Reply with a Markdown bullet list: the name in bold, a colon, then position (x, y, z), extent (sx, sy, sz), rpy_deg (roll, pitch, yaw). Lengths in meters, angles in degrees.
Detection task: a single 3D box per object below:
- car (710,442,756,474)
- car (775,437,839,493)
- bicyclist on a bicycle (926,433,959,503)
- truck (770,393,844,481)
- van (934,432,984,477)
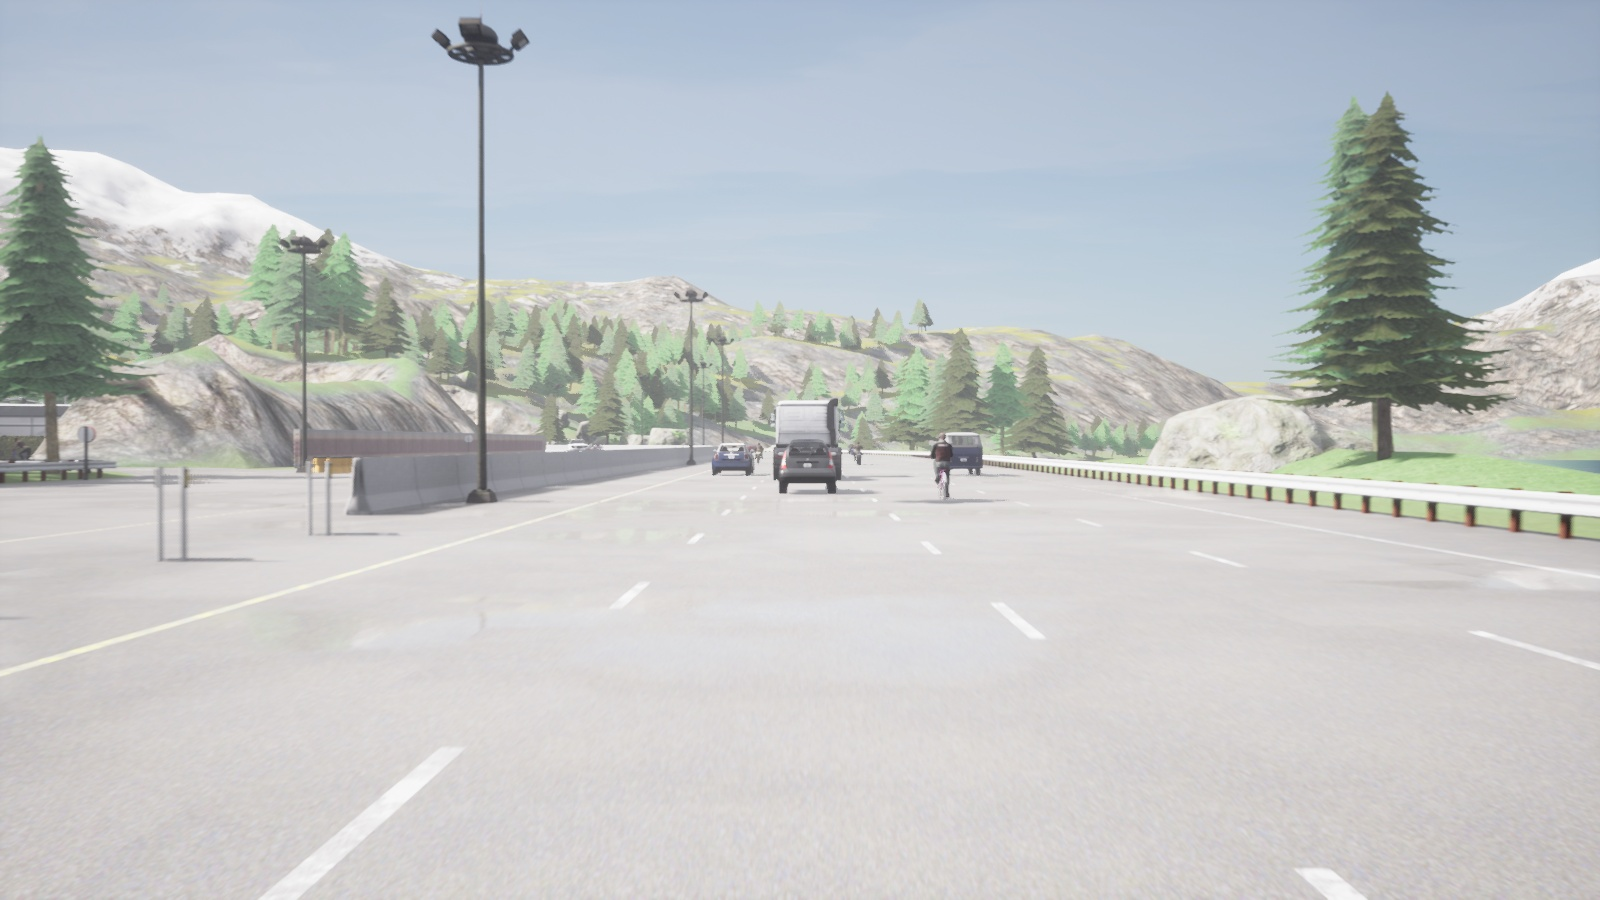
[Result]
- **car**: position (-3.165, 0.379, 59.748), extent (1.970, 1.475, 3.806), rpy_deg (0, 0, 0)
- **car**: position (0.221, 0.432, 38.434), extent (1.851, 1.617, 3.988), rpy_deg (0, 0, 0)
- **bicyclist on a bicycle**: position (3.691, 0.439, 32.676), extent (0.659, 1.776, 1.843), rpy_deg (0, 0, 0)
- **truck**: position (0.297, -0.528, 52.885), extent (2.891, 3.462, 7.936), rpy_deg (0, 0, 0)
- **van**: position (7.326, 0.183, 58.214), extent (1.775, 1.987, 4.442), rpy_deg (0, 0, 0)
